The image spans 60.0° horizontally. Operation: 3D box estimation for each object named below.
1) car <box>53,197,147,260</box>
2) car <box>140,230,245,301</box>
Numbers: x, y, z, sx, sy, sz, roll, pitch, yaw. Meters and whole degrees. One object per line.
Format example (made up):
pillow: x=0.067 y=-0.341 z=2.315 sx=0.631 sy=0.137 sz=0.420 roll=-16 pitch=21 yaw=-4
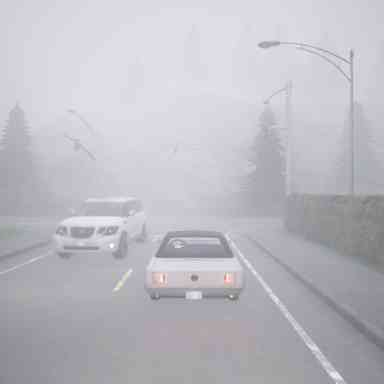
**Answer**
car: x=-3.211 y=1.221 z=12.904 sx=2.150 sy=2.045 sz=5.566 roll=0 pitch=0 yaw=4
car: x=0.062 y=1.601 z=8.309 sx=1.895 sy=1.301 sz=4.718 roll=0 pitch=0 yaw=0
